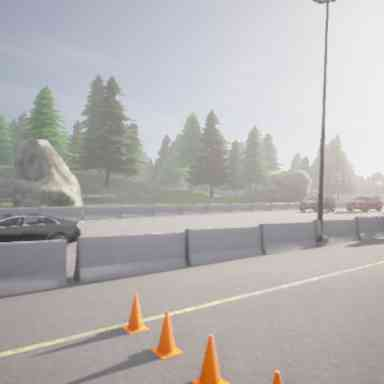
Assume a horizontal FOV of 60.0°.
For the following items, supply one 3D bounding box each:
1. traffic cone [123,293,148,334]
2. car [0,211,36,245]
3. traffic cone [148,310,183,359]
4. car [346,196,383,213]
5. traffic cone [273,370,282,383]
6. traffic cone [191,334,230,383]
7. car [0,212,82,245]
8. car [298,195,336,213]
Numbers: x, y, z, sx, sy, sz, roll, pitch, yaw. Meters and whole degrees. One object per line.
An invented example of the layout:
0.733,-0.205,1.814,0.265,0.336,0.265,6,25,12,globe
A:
-0.934,1.989,5.554,0.340,0.580,0.340,0,0,-33,traffic cone
-9.473,1.623,14.942,4.181,1.385,1.994,1,0,-36,car
-0.353,1.986,4.748,0.340,0.580,0.340,0,0,-34,traffic cone
21.465,1.460,41.325,5.566,2.045,2.150,1,0,-35,car
0.805,1.980,3.130,0.340,0.580,0.340,1,0,-36,traffic cone
0.224,1.983,3.942,0.340,0.580,0.340,1,0,-36,traffic cone
-6.727,1.547,12.603,4.902,1.511,2.128,1,0,-36,car
15.705,1.453,41.532,5.566,2.045,2.150,0,0,-35,car
